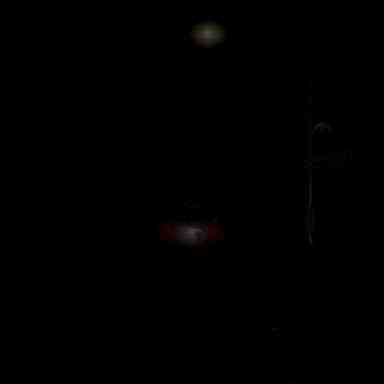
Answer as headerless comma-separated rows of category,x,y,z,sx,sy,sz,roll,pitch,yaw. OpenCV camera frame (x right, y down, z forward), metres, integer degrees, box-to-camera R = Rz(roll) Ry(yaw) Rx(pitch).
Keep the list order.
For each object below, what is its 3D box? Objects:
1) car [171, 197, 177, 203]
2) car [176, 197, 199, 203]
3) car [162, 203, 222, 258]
car,-2.814,1.729,64.491,1.837,1.490,4.892,0,0,1
car,-0.002,1.560,28.381,2.097,1.767,4.553,0,0,0
car,0.009,1.474,13.392,2.097,1.767,4.553,0,-1,0
